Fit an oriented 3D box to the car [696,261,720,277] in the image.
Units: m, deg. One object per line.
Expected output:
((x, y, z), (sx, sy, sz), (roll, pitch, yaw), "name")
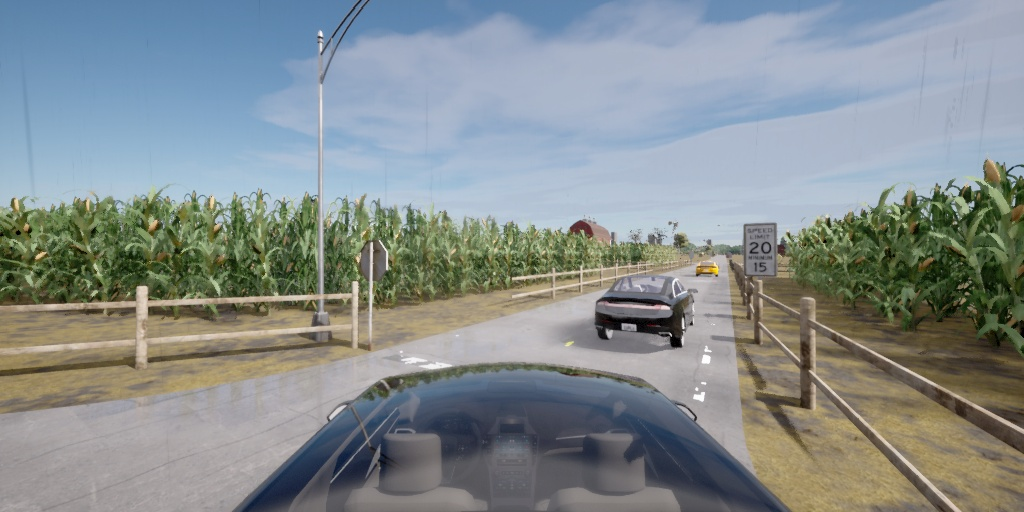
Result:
((19.732, 1.244, 36.181), (1.882, 1.535, 5.008), (0, 0, 31), "car")

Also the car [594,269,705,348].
((3.638, 1.244, 9.410), (2.128, 1.511, 4.902), (0, 0, 31), "car")
